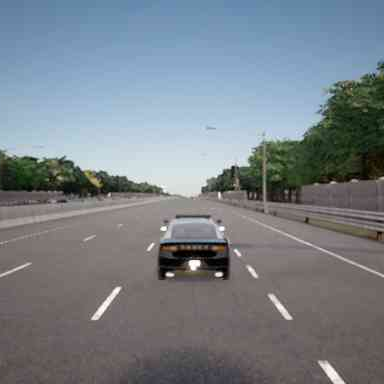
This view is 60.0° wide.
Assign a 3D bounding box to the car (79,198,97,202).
[{"bbox_3d":[-21.007,1.970,68.908,2.097,1.767,4.553,0,-1,0],"label":"car"}]

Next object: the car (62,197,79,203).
[{"bbox_3d":[-24.507,2.167,68.876,1.994,1.385,4.181,0,-1,0],"label":"car"}]

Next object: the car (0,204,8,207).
[{"bbox_3d":[-17.600,1.736,29.274,1.812,1.442,4.674,0,-1,0],"label":"car"}]

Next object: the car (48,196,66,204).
[{"bbox_3d":[-28.007,1.836,69.682,2.150,2.045,5.566,0,-1,0],"label":"car"}]

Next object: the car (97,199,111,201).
[{"bbox_3d":[-17.507,2.139,68.877,1.812,1.442,4.674,0,-1,0],"label":"car"}]

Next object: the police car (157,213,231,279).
[{"bbox_3d":[0.029,1.479,10.391,1.930,1.638,5.238,0,0,-1],"label":"police car"}]
